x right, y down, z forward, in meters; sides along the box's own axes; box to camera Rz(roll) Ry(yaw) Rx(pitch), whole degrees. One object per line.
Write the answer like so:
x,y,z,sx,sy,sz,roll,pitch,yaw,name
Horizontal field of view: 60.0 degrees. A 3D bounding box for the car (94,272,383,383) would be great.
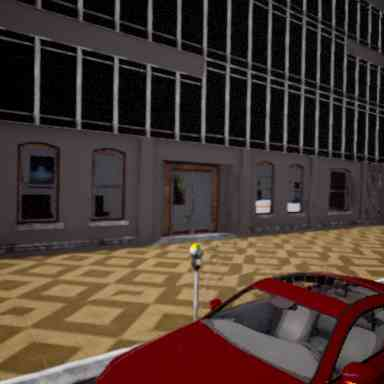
1.116,1.552,3.263,4.206,1.307,1.802,1,1,-34,car
